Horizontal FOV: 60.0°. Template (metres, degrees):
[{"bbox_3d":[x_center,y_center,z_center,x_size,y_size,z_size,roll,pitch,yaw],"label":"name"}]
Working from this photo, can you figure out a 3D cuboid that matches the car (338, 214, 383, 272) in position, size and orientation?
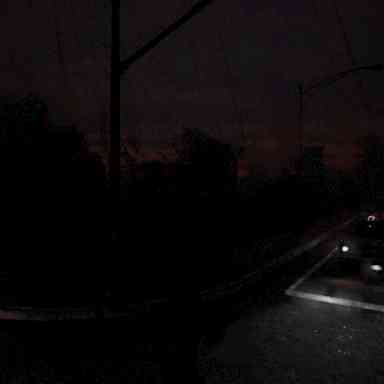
[{"bbox_3d":[5.830,1.594,10.243,1.895,1.301,4.718,0,0,33],"label":"car"}]

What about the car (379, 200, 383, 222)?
[{"bbox_3d":[16.168,1.463,26.578,1.882,1.535,5.008,0,0,32],"label":"car"}]

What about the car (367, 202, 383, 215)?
[{"bbox_3d":[10.647,1.342,17.846,2.097,1.767,4.553,0,0,32],"label":"car"}]
